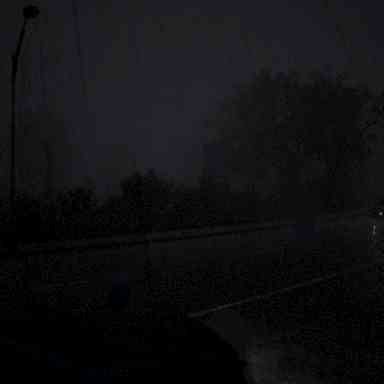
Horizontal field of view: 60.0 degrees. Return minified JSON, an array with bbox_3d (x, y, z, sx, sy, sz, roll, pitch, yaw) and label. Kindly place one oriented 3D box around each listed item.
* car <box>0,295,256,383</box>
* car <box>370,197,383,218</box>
[{"bbox_3d":[-2.000,1.551,2.358,5.357,1.411,2.033,0,0,-36],"label":"car"},{"bbox_3d":[17.006,1.512,29.057,2.128,1.511,4.902,0,0,40],"label":"car"}]
